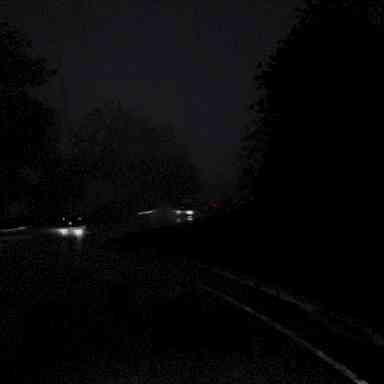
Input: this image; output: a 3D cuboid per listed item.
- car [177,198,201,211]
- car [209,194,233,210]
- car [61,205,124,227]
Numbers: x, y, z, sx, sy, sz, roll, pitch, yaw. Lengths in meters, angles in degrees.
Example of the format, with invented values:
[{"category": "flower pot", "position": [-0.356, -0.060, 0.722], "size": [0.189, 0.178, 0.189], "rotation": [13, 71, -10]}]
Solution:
[{"category": "car", "position": [-0.280, 1.537, 41.824], "size": [1.812, 1.442, 4.674], "rotation": [-1, 0, 22]}, {"category": "car", "position": [3.642, 1.416, 41.702], "size": [1.882, 1.535, 5.008], "rotation": [-1, 0, 22]}, {"category": "car", "position": [-7.162, 1.683, 24.699], "size": [2.033, 1.411, 5.357], "rotation": [-1, 0, 22]}]
